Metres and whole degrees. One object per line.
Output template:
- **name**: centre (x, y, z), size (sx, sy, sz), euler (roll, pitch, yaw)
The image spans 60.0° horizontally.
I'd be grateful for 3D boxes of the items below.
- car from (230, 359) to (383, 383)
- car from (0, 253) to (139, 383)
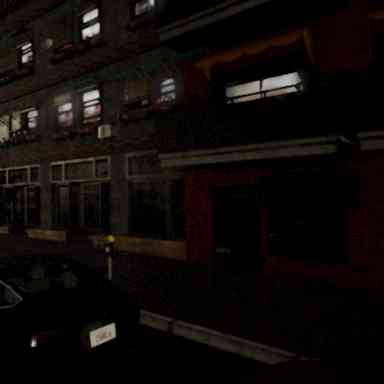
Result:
- **car**: centre (1.984, 1.582, 1.476), size (4.206, 1.307, 1.802), euler (0, -1, 36)
- **car**: centre (-2.645, 1.566, 4.777), size (4.313, 1.339, 1.947), euler (0, -1, 36)
